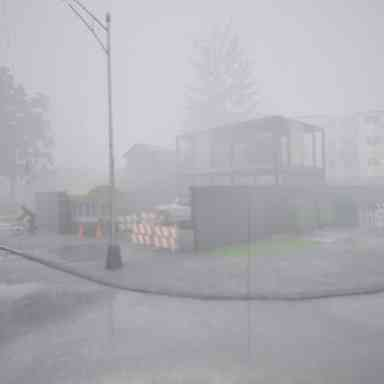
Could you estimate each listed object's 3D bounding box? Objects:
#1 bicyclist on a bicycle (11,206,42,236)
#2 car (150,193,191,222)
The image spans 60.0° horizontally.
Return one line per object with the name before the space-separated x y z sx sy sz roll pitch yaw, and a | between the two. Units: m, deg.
bicyclist on a bicycle | -9.227 1.604 18.615 1.656 1.620 0.582 -2 0 -44
car | -0.670 1.029 21.061 3.866 1.878 1.905 -1 0 -9
